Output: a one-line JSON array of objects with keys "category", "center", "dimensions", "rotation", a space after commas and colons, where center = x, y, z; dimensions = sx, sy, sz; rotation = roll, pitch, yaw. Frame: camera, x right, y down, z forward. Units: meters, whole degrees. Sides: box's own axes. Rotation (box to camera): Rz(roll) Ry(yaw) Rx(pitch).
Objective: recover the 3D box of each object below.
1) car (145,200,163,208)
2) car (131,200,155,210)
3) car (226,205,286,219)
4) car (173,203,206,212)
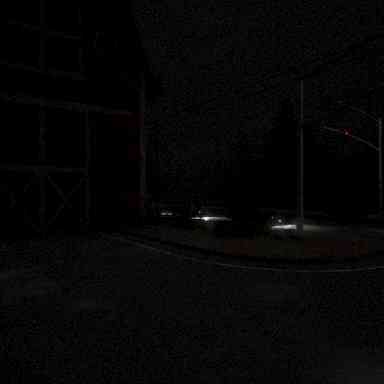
[{"category": "car", "center": [-5.352, 1.869, 41.081], "dimensions": [1.895, 1.301, 4.718], "rotation": [0, 0, -34]}, {"category": "car", "center": [-7.439, 1.888, 50.651], "dimensions": [1.994, 1.385, 4.181], "rotation": [0, 0, -34]}, {"category": "car", "center": [4.857, 1.722, 26.208], "dimensions": [2.033, 1.411, 5.357], "rotation": [0, 0, -34]}, {"category": "car", "center": [-0.365, 1.787, 33.819], "dimensions": [1.994, 1.385, 4.181], "rotation": [0, 0, -34]}]
